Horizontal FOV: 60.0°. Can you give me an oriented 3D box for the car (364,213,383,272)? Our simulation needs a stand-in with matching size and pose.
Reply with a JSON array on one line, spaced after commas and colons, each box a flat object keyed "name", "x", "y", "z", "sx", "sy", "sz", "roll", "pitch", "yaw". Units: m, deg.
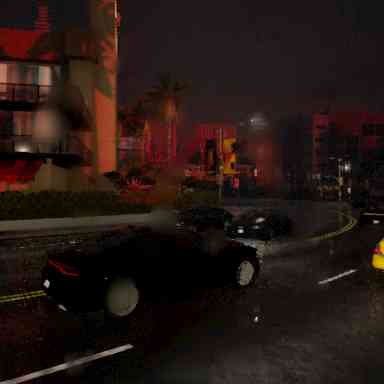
[{"name": "car", "x": 6.903, "y": 1.453, "z": 9.615, "sx": 1.801, "sy": 1.575, "sz": 5.366, "roll": 0, "pitch": 0, "yaw": 45}]

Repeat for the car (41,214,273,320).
[{"name": "car", "x": -0.615, "y": 1.472, "z": 7.408, "sx": 5.008, "sy": 1.535, "sz": 1.882, "roll": 0, "pitch": 0, "yaw": -38}]

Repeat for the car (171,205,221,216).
[{"name": "car", "x": 0.337, "y": 1.492, "z": 17.958, "sx": 1.837, "sy": 1.490, "sz": 4.892, "roll": 1, "pitch": 1, "yaw": 43}]

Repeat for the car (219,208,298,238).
[{"name": "car", "x": 3.497, "y": 1.554, "z": 16.297, "sx": 1.994, "sy": 1.385, "sz": 4.181, "roll": 0, "pitch": 0, "yaw": 42}]

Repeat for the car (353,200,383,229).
[{"name": "car", "x": 11.791, "y": 1.484, "z": 21.115, "sx": 2.128, "sy": 1.511, "sz": 4.902, "roll": 0, "pitch": 0, "yaw": 31}]

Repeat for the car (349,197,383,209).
[{"name": "car", "x": 21.508, "y": 1.473, "z": 41.868, "sx": 2.128, "sy": 1.511, "sz": 4.902, "roll": 0, "pitch": 0, "yaw": 4}]
